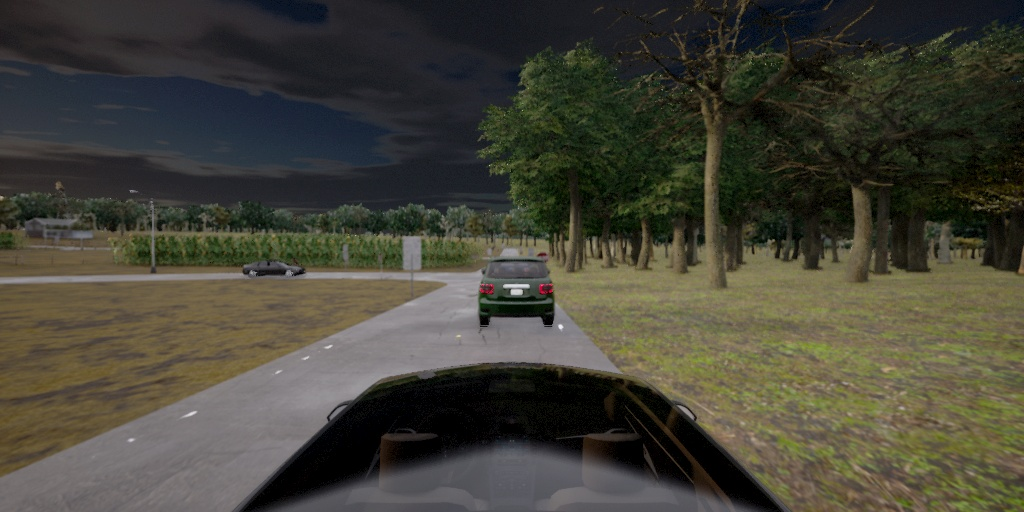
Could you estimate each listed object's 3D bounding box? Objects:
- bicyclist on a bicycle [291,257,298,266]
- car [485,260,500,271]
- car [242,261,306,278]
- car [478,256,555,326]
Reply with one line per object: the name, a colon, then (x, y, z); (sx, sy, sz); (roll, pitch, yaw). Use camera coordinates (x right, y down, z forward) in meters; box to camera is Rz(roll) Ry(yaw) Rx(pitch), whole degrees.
bicyclist on a bicycle: (-23.323, 0.959, 38.442); (0.582, 1.620, 1.656); (0, 0, -11)
car: (-2.673, 1.294, 50.657); (1.895, 1.301, 4.718); (0, 1, 0)
car: (-21.459, 1.186, 32.484); (4.892, 1.490, 1.837); (0, 2, -11)
car: (0.134, 1.017, 11.946); (2.150, 2.045, 5.566); (0, 0, 0)
